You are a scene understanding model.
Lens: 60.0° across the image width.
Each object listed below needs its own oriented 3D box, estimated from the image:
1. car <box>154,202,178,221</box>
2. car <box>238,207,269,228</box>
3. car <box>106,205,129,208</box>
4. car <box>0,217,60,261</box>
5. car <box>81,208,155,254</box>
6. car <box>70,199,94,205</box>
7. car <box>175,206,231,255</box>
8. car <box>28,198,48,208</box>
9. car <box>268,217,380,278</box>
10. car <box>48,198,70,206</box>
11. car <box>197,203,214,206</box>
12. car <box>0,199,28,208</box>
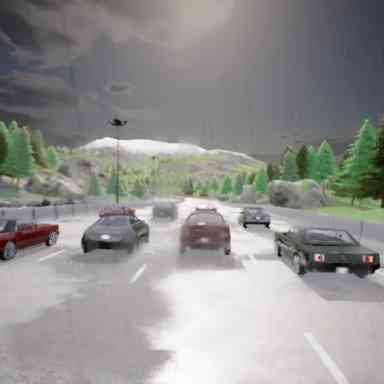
[{"bbox_3d":[-2.311,1.654,29.613,1.882,1.535,5.008,1,-1,3],"label":"car"},{"bbox_3d":[4.445,1.788,24.233,2.033,1.411,5.357,1,-1,3],"label":"car"},{"bbox_3d":[-5.935,1.673,26.941,1.895,1.301,4.718,1,-1,3],"label":"car"},{"bbox_3d":[-6.542,1.523,11.866,1.895,1.301,4.718,1,0,3],"label":"car"},{"bbox_3d":[-2.956,1.566,13.686,1.994,1.385,4.181,1,0,3],"label":"car"},{"bbox_3d":[-15.702,1.843,48.837,1.895,1.301,4.718,1,-1,3],"label":"car"},{"bbox_3d":[0.554,1.549,13.834,1.882,1.535,5.008,1,-1,3],"label":"car"},{"bbox_3d":[-22.654,1.649,49.713,1.812,1.442,4.674,1,-1,3],"label":"car"},{"bbox_3d":[3.909,1.715,10.619,1.895,1.301,4.718,1,0,3],"label":"car"},{"bbox_3d":[-19.151,1.702,49.876,1.837,1.490,4.892,1,-1,3],"label":"car"},{"bbox_3d":[1.121,1.713,28.010,2.128,1.511,4.902,1,-1,3],"label":"car"},{"bbox_3d":[-26.239,1.617,47.894,1.895,1.301,4.718,1,-1,3],"label":"car"}]
